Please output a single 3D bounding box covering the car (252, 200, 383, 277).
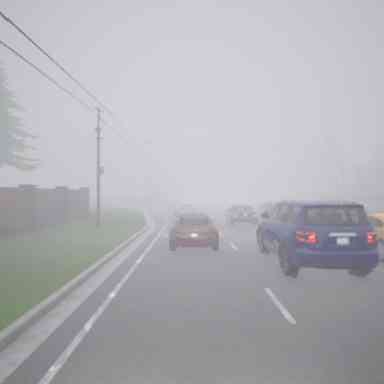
[{"bbox_3d":[3.569,1.249,10.511,2.150,2.045,5.566,0,0,0],"label":"car"}]

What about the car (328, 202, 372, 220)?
[{"bbox_3d":[14.083,1.638,29.966,1.994,1.385,4.181,0,0,0],"label":"car"}]

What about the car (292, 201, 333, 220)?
[{"bbox_3d":[10.582,1.577,29.642,1.837,1.490,4.892,0,0,0],"label":"car"}]

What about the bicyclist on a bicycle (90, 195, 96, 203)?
[{"bbox_3d":[-19.918,1.464,66.888,0.582,1.620,1.656,0,0,33],"label":"bicyclist on a bicycle"}]

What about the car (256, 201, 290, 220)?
[{"bbox_3d":[7.083,1.576,29.635,1.837,1.490,4.892,0,0,0],"label":"car"}]

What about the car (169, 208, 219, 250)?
[{"bbox_3d":[0.085,1.600,14.505,1.994,1.385,4.181,0,0,0],"label":"car"}]

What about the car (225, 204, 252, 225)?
[{"bbox_3d":[3.563,1.606,24.464,2.033,1.411,5.357,0,0,0],"label":"car"}]

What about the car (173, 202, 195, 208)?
[{"bbox_3d":[-0.710,1.597,30.323,1.812,1.442,4.674,0,0,-8],"label":"car"}]
